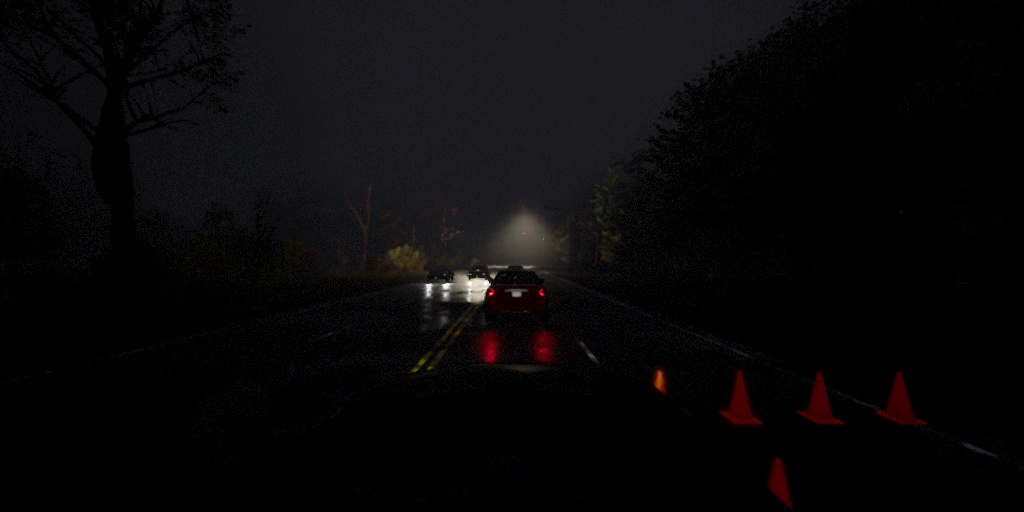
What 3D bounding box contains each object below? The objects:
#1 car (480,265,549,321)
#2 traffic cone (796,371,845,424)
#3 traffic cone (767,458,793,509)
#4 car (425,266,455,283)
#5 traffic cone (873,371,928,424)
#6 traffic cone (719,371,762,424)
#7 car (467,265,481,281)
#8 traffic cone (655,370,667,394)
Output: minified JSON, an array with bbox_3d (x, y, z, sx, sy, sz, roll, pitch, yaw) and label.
[{"bbox_3d":[0.147,1.234,13.295,2.097,1.767,4.553,0,-1,0],"label":"car"},{"bbox_3d":[3.863,1.744,4.502,0.340,0.580,0.340,0,0,0],"label":"traffic cone"},{"bbox_3d":[1.861,1.717,2.504,0.340,0.580,0.340,0,0,0],"label":"traffic cone"},{"bbox_3d":[-6.426,1.599,32.642,1.812,1.442,4.674,0,-1,1],"label":"car"},{"bbox_3d":[4.863,1.746,4.500,0.340,0.580,0.340,0,0,0],"label":"traffic cone"},{"bbox_3d":[2.863,1.742,4.503,0.340,0.580,0.340,0,0,0],"label":"traffic cone"},{"bbox_3d":[-3.155,1.609,34.944,1.837,1.490,4.892,0,-1,1],"label":"car"},{"bbox_3d":[1.863,1.740,4.505,0.340,0.580,0.340,0,0,0],"label":"traffic cone"}]
